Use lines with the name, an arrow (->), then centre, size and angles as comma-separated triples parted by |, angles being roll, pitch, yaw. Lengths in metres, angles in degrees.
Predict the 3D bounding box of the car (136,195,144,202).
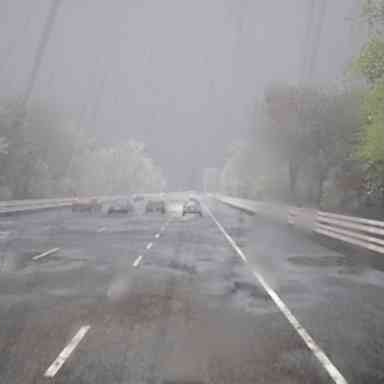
car -> -10.384, 1.296, 67.106 | 1.837, 1.490, 4.892 | 0, -1, 1

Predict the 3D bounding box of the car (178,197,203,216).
car -> 0.030, 1.450, 30.775 | 2.033, 1.411, 5.357 | 0, 0, 1

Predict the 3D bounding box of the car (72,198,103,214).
car -> -10.438, 1.373, 33.467 | 1.882, 1.535, 5.008 | 0, 0, 1

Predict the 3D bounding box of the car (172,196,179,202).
car -> -3.396, 1.394, 67.755 | 1.895, 1.301, 4.718 | 0, 0, 1

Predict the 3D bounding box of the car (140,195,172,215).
car -> -3.445, 1.389, 32.806 | 2.128, 1.511, 4.902 | 0, 0, 1

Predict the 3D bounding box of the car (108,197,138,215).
car -> -6.944, 1.461, 33.041 | 1.994, 1.385, 4.181 | 0, 0, 1

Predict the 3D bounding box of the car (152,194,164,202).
car -> -6.884, 1.273, 67.530 | 1.882, 1.535, 5.008 | 0, -1, 1
